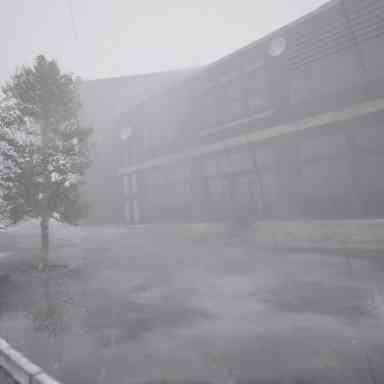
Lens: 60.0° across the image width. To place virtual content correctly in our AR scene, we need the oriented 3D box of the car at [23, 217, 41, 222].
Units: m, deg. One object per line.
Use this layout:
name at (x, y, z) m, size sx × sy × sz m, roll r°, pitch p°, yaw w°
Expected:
car at (-18.459, 2.603, 36.854) m, size 1.837 × 1.490 × 4.892 m, roll -4°, pitch -1°, yaw -1°
